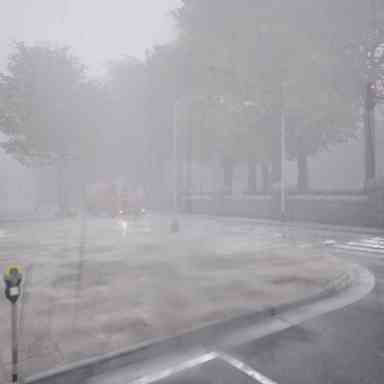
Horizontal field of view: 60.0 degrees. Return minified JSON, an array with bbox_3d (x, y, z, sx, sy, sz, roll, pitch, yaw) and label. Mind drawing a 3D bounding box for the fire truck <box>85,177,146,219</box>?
[{"bbox_3d":[-7.620,0.534,32.271,2.891,3.827,8.468,-1,0,-36],"label":"fire truck"}]
